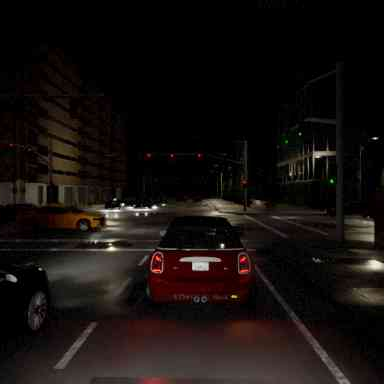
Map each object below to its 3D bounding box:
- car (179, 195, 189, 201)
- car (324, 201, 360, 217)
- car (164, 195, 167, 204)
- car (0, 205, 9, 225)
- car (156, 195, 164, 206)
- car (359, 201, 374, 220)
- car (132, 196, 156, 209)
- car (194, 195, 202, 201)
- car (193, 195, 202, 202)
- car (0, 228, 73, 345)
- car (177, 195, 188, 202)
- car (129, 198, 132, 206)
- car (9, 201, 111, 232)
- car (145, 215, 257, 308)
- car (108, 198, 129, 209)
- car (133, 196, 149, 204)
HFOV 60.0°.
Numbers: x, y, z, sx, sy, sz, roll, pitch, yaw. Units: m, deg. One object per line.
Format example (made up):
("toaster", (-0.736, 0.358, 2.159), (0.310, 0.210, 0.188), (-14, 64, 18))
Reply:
("car", (-1.966, 1.539, 83.912), (2.033, 1.411, 5.357), (0, 0, 2))
("car", (14.502, 1.547, 29.998), (4.902, 1.511, 2.128), (0, 0, 1))
("car", (-6.077, 1.352, 64.809), (2.097, 1.767, 4.553), (0, 0, 2))
("car", (-12.224, 1.575, 24.321), (5.357, 1.411, 2.033), (0, 0, -15))
("car", (-6.412, 1.491, 55.005), (2.128, 1.511, 4.902), (0, 0, 2))
("car", (16.690, 1.603, 26.451), (5.357, 1.411, 2.033), (0, 0, 1))
("car", (-6.636, 1.564, 46.114), (1.994, 1.385, 4.181), (0, 0, 1))
("car", (1.536, 1.477, 83.960), (1.882, 1.535, 5.008), (0, 0, 2))
("car", (1.237, 1.478, 73.805), (1.882, 1.535, 5.008), (0, 0, 2))
("car", (-3.397, 1.492, 3.856), (2.128, 1.511, 4.902), (0, 0, 1))
("car", (-2.262, 1.523, 73.826), (2.128, 1.511, 4.902), (0, 0, 2))
("car", (-9.978, 1.601, 52.920), (1.895, 1.301, 4.718), (0, 0, 2))
("car", (-7.720, 1.501, 19.754), (5.008, 1.535, 1.882), (0, 0, 1))
("car", (0.218, 1.352, 8.085), (2.097, 1.767, 4.553), (0, 0, 2))
("car", (-10.166, 1.564, 44.118), (1.994, 1.385, 4.181), (0, 0, 1))
("car", (-9.642, 1.491, 63.012), (2.128, 1.511, 4.902), (0, 0, 2))
